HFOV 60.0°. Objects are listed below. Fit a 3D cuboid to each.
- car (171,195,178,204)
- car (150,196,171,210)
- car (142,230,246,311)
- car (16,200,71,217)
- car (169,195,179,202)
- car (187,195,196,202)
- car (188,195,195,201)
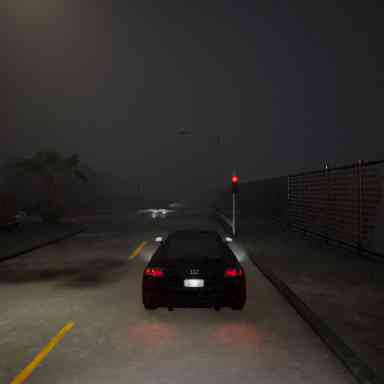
[{"bbox_3d":[-4.210,1.477,61.531,1.882,1.535,5.008,0,0,0],"label":"car"},{"bbox_3d":[-4.200,1.564,43.375,1.994,1.385,4.181,0,0,0],"label":"car"},{"bbox_3d":[0.045,1.564,7.827,1.994,1.385,4.181,0,0,0],"label":"car"},{"bbox_3d":[-13.681,1.504,30.585,4.892,1.490,1.837,0,1,1],"label":"car"},{"bbox_3d":[-4.182,1.518,76.743,2.128,1.511,4.902,0,0,0],"label":"car"},{"bbox_3d":[-0.168,1.524,74.306,1.812,1.442,4.674,0,0,0],"label":"car"},{"bbox_3d":[-0.205,1.524,85.797,1.812,1.442,4.674,0,0,0],"label":"car"}]
